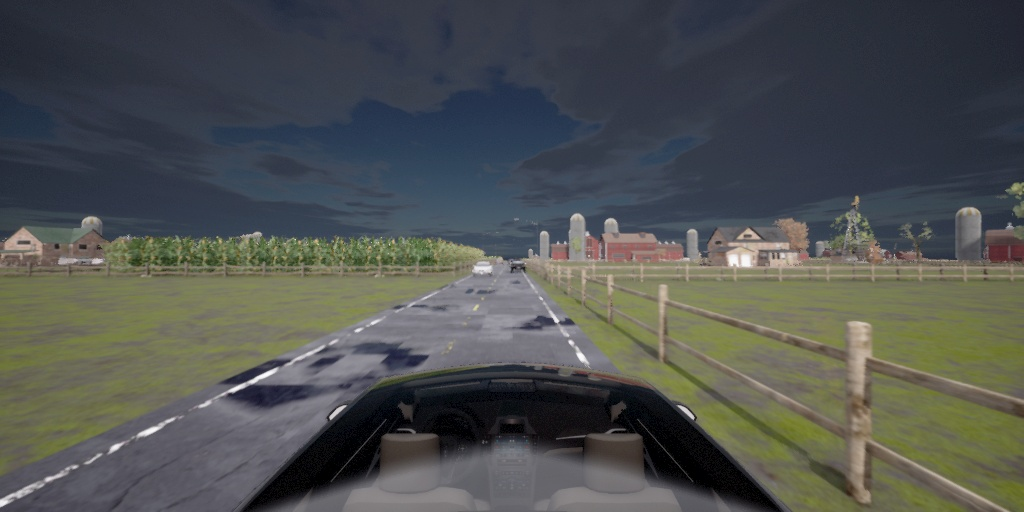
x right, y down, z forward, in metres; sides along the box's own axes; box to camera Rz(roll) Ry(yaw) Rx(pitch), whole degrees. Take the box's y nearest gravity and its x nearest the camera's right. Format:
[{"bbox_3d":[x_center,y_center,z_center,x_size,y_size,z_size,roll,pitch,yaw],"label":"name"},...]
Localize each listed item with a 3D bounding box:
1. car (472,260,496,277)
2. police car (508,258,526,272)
[{"bbox_3d":[-2.855,1.314,35.976,1.812,1.442,4.674,0,0,0],"label":"car"},{"bbox_3d":[0.809,1.244,46.589,1.930,1.638,5.238,0,0,0],"label":"police car"}]
